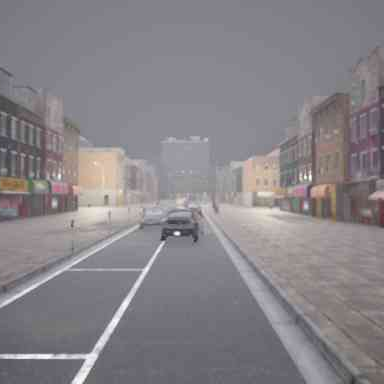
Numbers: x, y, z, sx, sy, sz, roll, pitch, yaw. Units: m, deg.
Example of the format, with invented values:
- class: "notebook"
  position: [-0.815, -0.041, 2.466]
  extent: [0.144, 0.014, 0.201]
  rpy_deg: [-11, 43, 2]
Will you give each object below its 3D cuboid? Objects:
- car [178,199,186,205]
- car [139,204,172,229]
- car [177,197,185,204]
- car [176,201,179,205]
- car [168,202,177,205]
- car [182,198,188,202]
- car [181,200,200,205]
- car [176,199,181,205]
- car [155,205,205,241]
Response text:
- class: "car"
  position: [-2.611, 2.593, 88.093]
  extent: [2.008, 1.369, 4.403]
  rpy_deg: [0, -1, 0]
- class: "car"
  position: [-2.627, 1.785, 23.326]
  extent: [2.008, 1.369, 4.403]
  rpy_deg: [0, -1, 0]
- class: "car"
  position: [-2.615, 2.344, 71.593]
  extent: [1.752, 1.417, 4.829]
  rpy_deg: [0, -1, 0]
- class: "car"
  position: [-2.624, 1.901, 34.314]
  extent: [1.887, 1.381, 4.507]
  rpy_deg: [0, -1, 0]
- class: "car"
  position: [-2.625, 1.839, 28.820]
  extent: [1.887, 1.381, 4.507]
  rpy_deg: [0, -1, 0]
- class: "car"
  position: [0.035, 1.963, 45.188]
  extent: [1.882, 1.535, 5.008]
  rpy_deg: [0, -1, 0]
- class: "car"
  position: [0.102, 1.889, 34.919]
  extent: [1.812, 1.442, 4.674]
  rpy_deg: [0, -1, 0]
- class: "car"
  position: [-2.623, 1.944, 39.638]
  extent: [1.752, 1.417, 4.829]
  rpy_deg: [0, -1, 0]
- class: "car"
  position: [-0.443, 1.679, 17.692]
  extent: [1.837, 1.490, 4.892]
  rpy_deg: [0, -1, 6]
